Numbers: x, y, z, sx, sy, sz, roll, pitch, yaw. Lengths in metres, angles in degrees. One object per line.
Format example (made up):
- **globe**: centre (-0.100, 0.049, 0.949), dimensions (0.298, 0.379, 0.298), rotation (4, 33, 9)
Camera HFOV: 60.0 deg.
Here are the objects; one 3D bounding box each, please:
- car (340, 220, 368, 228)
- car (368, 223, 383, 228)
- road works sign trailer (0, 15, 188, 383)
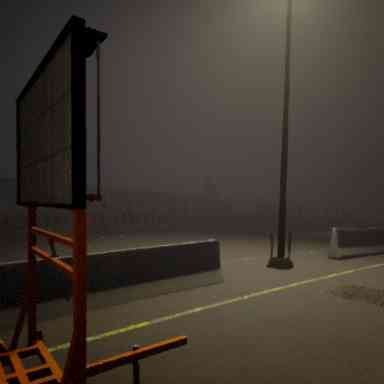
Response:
- **car**: centre (18.397, 3.874, 37.196), dimensions (4.674, 1.442, 1.812), rotation (5, -5, -38)
- **car**: centre (20.363, 3.826, 34.287), dimensions (4.181, 1.385, 1.994), rotation (5, -4, -38)
- **road works sign trailer**: centre (-1.248, 0.539, 3.333), dimensions (2.880, 3.560, 2.380), rotation (0, -1, -36)
